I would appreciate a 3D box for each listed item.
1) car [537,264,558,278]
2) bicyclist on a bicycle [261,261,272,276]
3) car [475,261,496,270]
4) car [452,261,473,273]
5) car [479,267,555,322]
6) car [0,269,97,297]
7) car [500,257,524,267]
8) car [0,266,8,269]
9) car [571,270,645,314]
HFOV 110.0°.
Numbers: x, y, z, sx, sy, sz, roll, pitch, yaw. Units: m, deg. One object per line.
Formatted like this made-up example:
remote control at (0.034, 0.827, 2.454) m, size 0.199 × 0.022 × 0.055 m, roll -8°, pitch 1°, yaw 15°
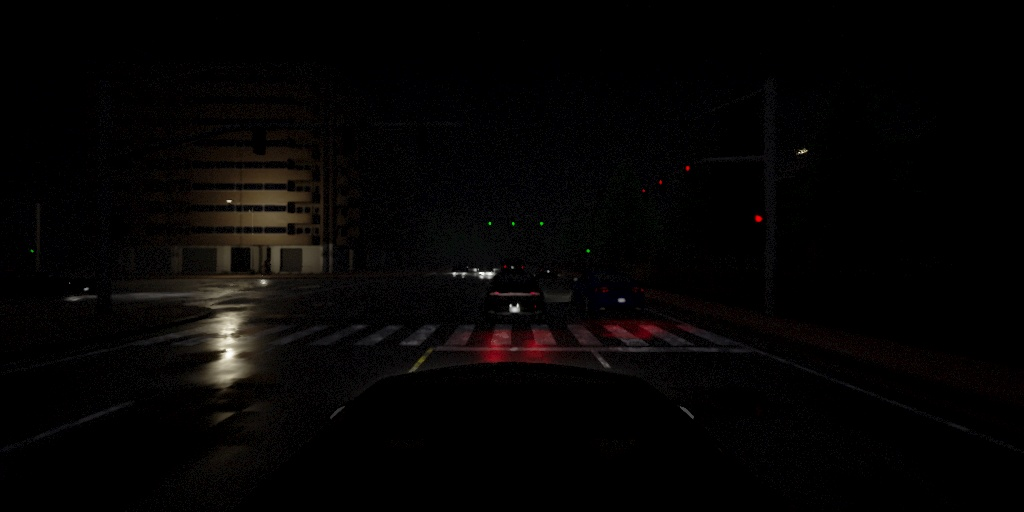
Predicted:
car at (3.540, 1.507, 37.089) m, size 1.994 × 1.385 × 4.181 m, roll 0°, pitch 0°, yaw 0°
bicyclist on a bicycle at (-25.730, 1.306, 37.610) m, size 0.582 × 1.620 × 1.656 m, roll 0°, pitch 0°, yaw -1°
car at (-3.672, 1.512, 51.778) m, size 2.128 × 1.511 × 4.902 m, roll 0°, pitch 0°, yaw 0°
car at (-7.166, 1.563, 50.233) m, size 2.033 × 1.411 × 5.357 m, roll 0°, pitch 0°, yaw 0°
car at (0.079, 1.302, 12.538) m, size 2.128 × 1.511 × 4.902 m, roll 0°, pitch 0°, yaw 0°
car at (-25.532, 1.507, 19.629) m, size 4.718 × 1.301 × 1.895 m, roll 0°, pitch 0°, yaw -1°
car at (0.042, 1.157, 35.615) m, size 2.150 × 2.045 × 5.566 m, roll 0°, pitch 0°, yaw 0°
car at (-44.814, 1.442, 29.932) m, size 5.008 × 1.535 × 1.882 m, roll 0°, pitch 0°, yaw -1°
car at (3.578, 1.295, 14.187) m, size 1.882 × 1.535 × 5.008 m, roll 0°, pitch 0°, yaw 0°
